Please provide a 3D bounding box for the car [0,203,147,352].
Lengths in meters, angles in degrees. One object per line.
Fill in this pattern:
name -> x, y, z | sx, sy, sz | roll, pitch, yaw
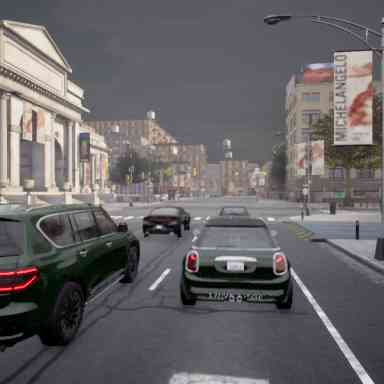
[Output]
car -> -2.671, 1.222, 6.534 | 2.150, 2.045, 5.566 | 0, 0, 6

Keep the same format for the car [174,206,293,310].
car -> 1.031, 1.351, 8.080 | 2.097, 1.767, 4.553 | 0, 0, 7

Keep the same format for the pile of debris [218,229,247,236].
pile of debris -> 2.192, 2.175, 17.989 | 1.500, 0.140, 1.860 | 0, 0, 8

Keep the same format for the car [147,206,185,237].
car -> -1.220, 1.478, 18.005 | 1.882, 1.535, 5.008 | 0, 0, 8

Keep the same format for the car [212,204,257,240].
car -> 2.318, 1.493, 18.171 | 2.128, 1.511, 4.902 | 0, 0, 8
